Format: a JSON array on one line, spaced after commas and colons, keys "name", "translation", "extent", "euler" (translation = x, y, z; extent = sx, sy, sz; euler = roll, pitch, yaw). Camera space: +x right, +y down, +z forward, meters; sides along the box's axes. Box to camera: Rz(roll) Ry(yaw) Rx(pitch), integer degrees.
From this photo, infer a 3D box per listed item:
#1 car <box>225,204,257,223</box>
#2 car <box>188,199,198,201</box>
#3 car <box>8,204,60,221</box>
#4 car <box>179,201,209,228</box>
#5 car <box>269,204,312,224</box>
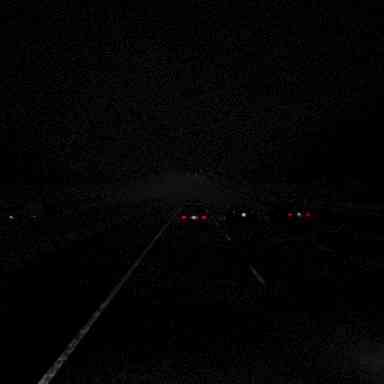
[{"name": "car", "translation": [3.628, 1.580, 25.308], "extent": [1.994, 1.385, 4.181], "euler": [0, 0, 0]}, {"name": "car", "translation": [0.147, 1.569, 42.642], "extent": [1.994, 1.385, 4.181], "euler": [0, 0, 0]}, {"name": "car", "translation": [-10.542, 1.536, 22.693], "extent": [1.812, 1.442, 4.674], "euler": [0, 0, 0]}, {"name": "car", "translation": [0.123, 1.558, 22.020], "extent": [2.033, 1.411, 5.357], "euler": [0, 0, 0]}, {"name": "car", "translation": [7.127, 1.562, 24.603], "extent": [2.033, 1.411, 5.357], "euler": [0, 0, 0]}]
